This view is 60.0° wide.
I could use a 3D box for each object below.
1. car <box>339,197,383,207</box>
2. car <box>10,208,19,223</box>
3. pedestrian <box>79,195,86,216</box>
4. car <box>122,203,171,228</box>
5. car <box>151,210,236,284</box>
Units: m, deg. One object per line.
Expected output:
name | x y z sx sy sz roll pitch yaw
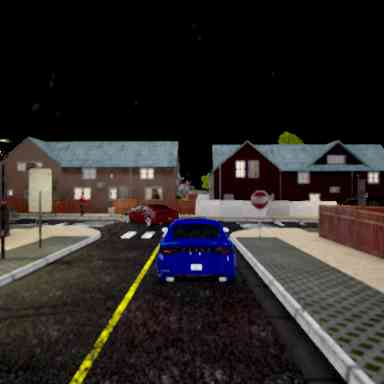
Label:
car | 12.510 1.414 24.902 5.566 2.045 2.150 1 0 1
car | -14.288 1.277 22.564 4.553 1.767 2.097 1 0 1
pedestrian | -9.357 1.120 28.318 0.375 1.860 0.375 0 -1 1
car | -2.943 1.516 22.787 1.882 1.535 5.008 2 -1 -38
car | 0.099 1.501 9.713 1.882 1.535 5.008 0 0 0
